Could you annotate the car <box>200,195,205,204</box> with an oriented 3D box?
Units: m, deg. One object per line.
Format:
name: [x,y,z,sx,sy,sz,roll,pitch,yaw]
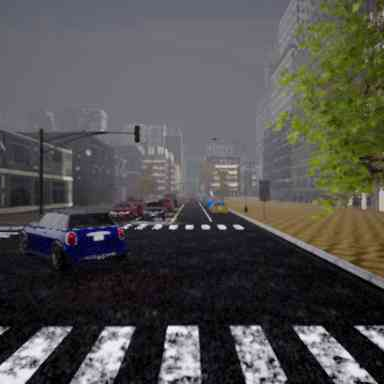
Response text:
car: [2.682,1.545,50.158,2.008,1.369,4.403,0,0,0]

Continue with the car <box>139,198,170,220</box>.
car: [-3.099,1.522,28.239,1.812,1.442,4.674,0,0,-2]

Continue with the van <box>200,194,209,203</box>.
van: [2.679,1.334,72.362,1.690,1.788,3.998,0,0,0]

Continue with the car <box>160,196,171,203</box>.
car: [-5.703,1.544,72.358,2.008,1.369,4.403,0,0,0]

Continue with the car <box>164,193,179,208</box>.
car: [-3.081,1.216,48.770,2.150,2.045,5.566,0,0,1]

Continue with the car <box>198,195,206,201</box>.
car: [2.673,1.559,89.016,1.947,1.339,4.313,0,0,0]

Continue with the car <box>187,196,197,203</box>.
car: [-0.015,1.536,68.973,2.033,1.411,5.357,0,0,0]

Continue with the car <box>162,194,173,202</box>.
car: [-5.703,1.308,77.909,2.192,1.841,5.009,0,0,0]

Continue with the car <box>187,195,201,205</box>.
car: [0.085,1.558,58.475,1.994,1.385,4.181,0,0,0]

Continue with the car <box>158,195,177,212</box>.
car: [-3.106,1.473,38.274,1.882,1.535,5.008,0,0,0]

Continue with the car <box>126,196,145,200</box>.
car: [-5.693,1.311,33.501,2.192,1.841,5.009,0,0,0]

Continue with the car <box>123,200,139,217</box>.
car: [-5.693,1.578,27.950,1.802,1.307,4.206,0,0,0]

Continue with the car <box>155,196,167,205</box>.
car: [-5.700,1.519,61.086,1.752,1.417,4.829,0,0,0]

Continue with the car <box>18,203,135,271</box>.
car: [-4.164,1.350,11.216,2.097,1.767,4.553,0,0,-43]

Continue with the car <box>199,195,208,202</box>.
car: [2.677,1.518,78.083,1.752,1.417,4.829,0,0,0]

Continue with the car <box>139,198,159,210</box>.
car: [-5.697,1.546,44.603,2.008,1.369,4.403,0,0,0]

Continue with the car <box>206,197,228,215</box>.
car: [2.686,1.521,33.675,1.752,1.417,4.829,0,0,0]

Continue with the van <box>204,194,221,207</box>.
van: [2.686,1.337,39.056,1.690,1.788,3.998,0,0,0]
